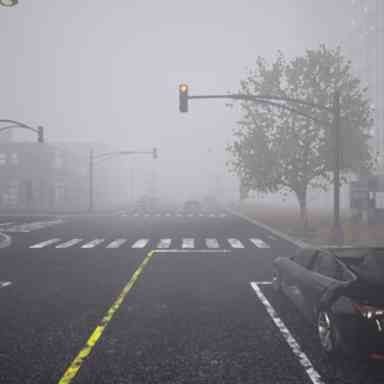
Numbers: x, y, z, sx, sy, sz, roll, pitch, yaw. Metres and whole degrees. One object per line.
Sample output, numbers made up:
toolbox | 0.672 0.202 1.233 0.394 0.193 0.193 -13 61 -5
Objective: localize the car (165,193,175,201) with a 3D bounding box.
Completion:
car | -5.786 1.277 88.226 2.192 1.841 5.009 0 0 0

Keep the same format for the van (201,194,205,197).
van | 2.639 1.319 49.381 1.690 1.788 3.998 0 0 0

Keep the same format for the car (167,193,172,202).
car | -5.767 1.494 71.403 1.752 1.417 4.829 0 0 0

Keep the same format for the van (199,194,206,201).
van | 2.602 1.305 82.687 1.690 1.788 3.998 0 0 0

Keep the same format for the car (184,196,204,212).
car | 0.055 1.546 38.924 1.994 1.385 4.181 0 0 0

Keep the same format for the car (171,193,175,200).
car | -5.780 1.515 82.675 2.008 1.369 4.403 0 0 0

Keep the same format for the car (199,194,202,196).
car | 2.625 1.524 60.483 2.008 1.369 4.403 0 0 0

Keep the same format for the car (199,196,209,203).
car | 2.613 1.535 71.585 1.947 1.339 4.313 0 0 0

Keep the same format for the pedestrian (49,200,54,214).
pedestrian | -12.783 1.303 30.262 0.375 1.300 0.375 0 -1 -1

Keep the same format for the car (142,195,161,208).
car | -5.735 1.295 43.818 2.192 1.841 5.009 0 0 0

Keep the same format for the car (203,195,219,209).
car | 2.644 1.505 44.000 1.752 1.417 4.829 0 0 0

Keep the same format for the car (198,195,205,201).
car | 2.594 1.488 88.408 1.752 1.417 4.829 0 0 0

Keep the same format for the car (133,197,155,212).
car | -5.729 1.564 38.267 1.802 1.307 4.206 0 0 0

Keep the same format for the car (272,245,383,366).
car | 2.688 1.563 5.801 1.947 1.339 4.313 0 0 0

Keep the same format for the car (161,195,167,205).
car | -5.749 1.526 54.920 2.008 1.369 4.403 0 0 0
